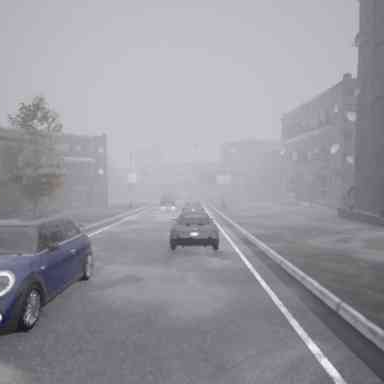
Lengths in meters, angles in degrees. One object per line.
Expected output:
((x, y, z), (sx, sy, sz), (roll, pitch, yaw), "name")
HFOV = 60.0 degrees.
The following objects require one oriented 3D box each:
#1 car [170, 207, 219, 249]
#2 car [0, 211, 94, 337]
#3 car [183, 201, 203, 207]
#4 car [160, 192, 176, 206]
((0.091, 1.546, 14.494), (1.994, 1.385, 4.181), (0, 0, 0), "car")
((-3.603, 1.344, 6.757), (2.097, 1.767, 4.553), (0, 0, 0), "car")
((0.082, 1.517, 30.968), (1.994, 1.385, 4.181), (0, 0, 0), "car")
((-3.626, 1.047, 50.854), (2.150, 2.045, 5.566), (0, 0, -1), "car")
